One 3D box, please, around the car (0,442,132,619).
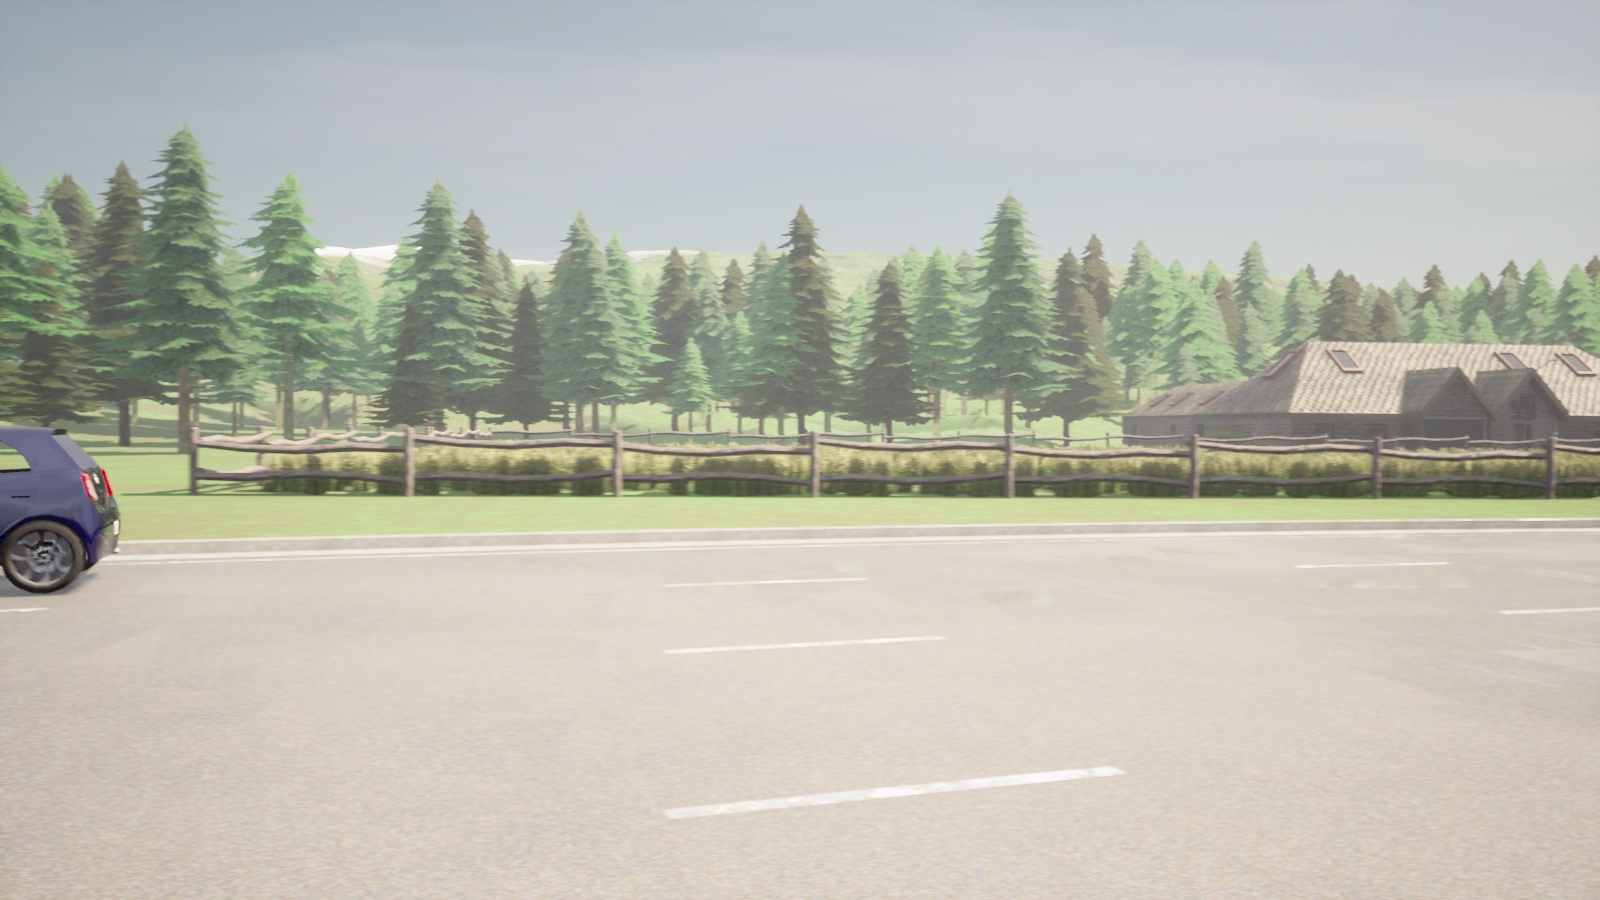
[{"bbox_3d":[-8.161,0.712,11.278,3.633,1.501,1.845,-1,1,-22],"label":"car"}]
